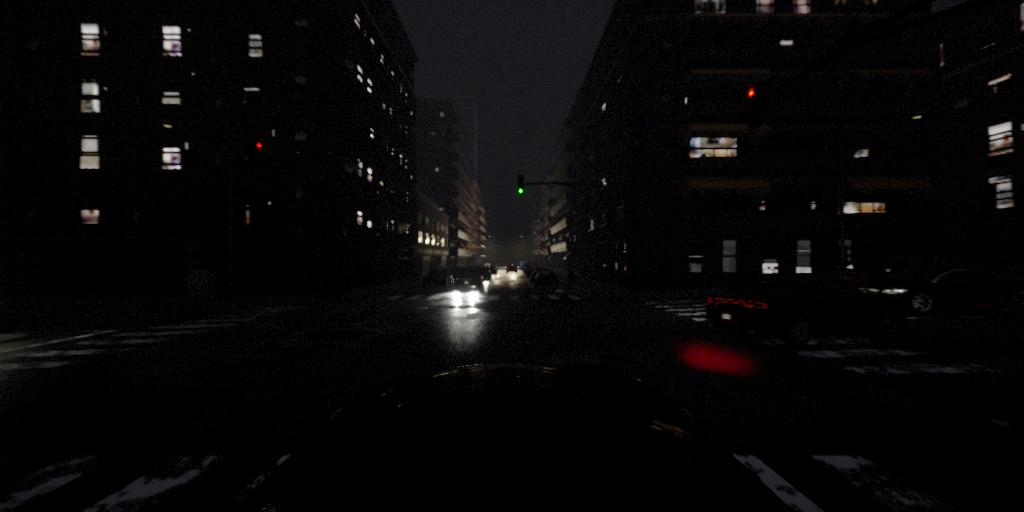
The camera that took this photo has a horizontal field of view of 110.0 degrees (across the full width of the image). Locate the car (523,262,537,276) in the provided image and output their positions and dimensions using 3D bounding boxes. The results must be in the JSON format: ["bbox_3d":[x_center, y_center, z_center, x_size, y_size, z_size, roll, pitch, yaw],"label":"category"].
[{"bbox_3d":[2.681,1.869,44.730,1.888,1.381,4.507,0,0,0],"label":"car"}]

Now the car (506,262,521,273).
[{"bbox_3d":[-0.012,2.042,57.207,2.033,1.411,5.357,0,-1,0],"label":"car"}]

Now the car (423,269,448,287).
[{"bbox_3d":[-5.697,1.665,28.172,1.948,1.339,4.313,0,0,0],"label":"car"}]

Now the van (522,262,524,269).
[{"bbox_3d":[2.680,1.740,50.253,1.690,1.789,3.998,0,0,0],"label":"van"}]

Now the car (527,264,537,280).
[{"bbox_3d":[2.683,1.740,33.684,1.948,1.339,4.313,0,0,0],"label":"car"}]

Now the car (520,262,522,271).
[{"bbox_3d":[2.679,2.041,55.776,1.948,1.339,4.313,0,0,0],"label":"car"}]

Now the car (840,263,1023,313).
[{"bbox_3d":[15.004,1.134,12.739,4.902,1.511,2.128,-1,0,0],"label":"car"}]

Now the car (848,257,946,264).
[{"bbox_3d":[15.770,0.960,15.329,5.009,1.841,2.192,0,0,0],"label":"car"}]

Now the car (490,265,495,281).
[{"bbox_3d":[-3.102,1.779,36.716,1.994,1.385,4.181,0,-1,-1],"label":"car"}]

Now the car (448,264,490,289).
[{"bbox_3d":[-3.096,1.573,26.780,2.128,1.511,4.902,0,-1,0],"label":"car"}]

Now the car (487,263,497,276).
[{"bbox_3d":[-3.060,1.950,49.286,1.994,1.385,4.181,0,-1,0],"label":"car"}]

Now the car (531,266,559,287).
[{"bbox_3d":[2.684,1.682,28.162,1.802,1.307,4.207,0,0,0],"label":"car"}]

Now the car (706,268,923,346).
[{"bbox_3d":[7.520,1.233,9.249,5.008,1.535,1.882,-2,-2,-15],"label":"car"}]
